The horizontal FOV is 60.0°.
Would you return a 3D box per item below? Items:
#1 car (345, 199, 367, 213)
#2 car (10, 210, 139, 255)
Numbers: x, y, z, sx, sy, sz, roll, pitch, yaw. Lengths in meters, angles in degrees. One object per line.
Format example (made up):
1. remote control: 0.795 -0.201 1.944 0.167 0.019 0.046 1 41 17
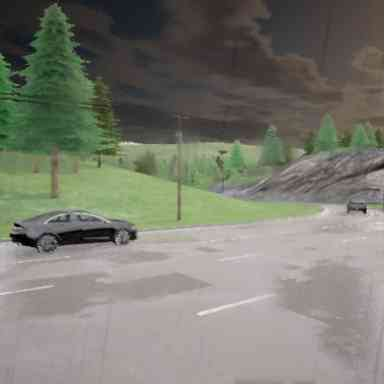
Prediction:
1. car: 17.975 1.500 36.460 2.128 1.511 4.902 0 0 23
2. car: -4.552 1.491 13.397 4.902 1.511 2.128 0 0 -36
